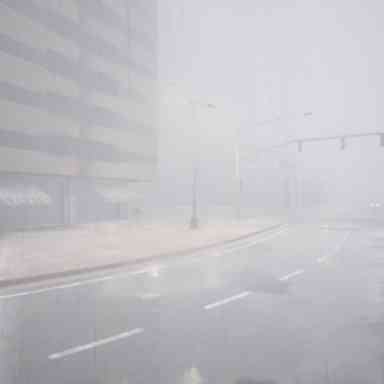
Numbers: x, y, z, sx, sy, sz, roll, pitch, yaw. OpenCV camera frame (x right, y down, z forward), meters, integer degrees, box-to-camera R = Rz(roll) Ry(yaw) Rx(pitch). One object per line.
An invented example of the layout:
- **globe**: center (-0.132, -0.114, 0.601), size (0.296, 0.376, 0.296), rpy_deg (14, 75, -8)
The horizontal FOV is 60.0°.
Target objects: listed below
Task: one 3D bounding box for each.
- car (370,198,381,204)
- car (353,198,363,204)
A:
- **car**: center (41.171, 1.995, 74.706), size (2.128, 1.511, 4.902), rpy_deg (0, -1, 29)
- **car**: center (38.097, 2.043, 76.378), size (1.994, 1.385, 4.181), rpy_deg (0, -1, 29)
